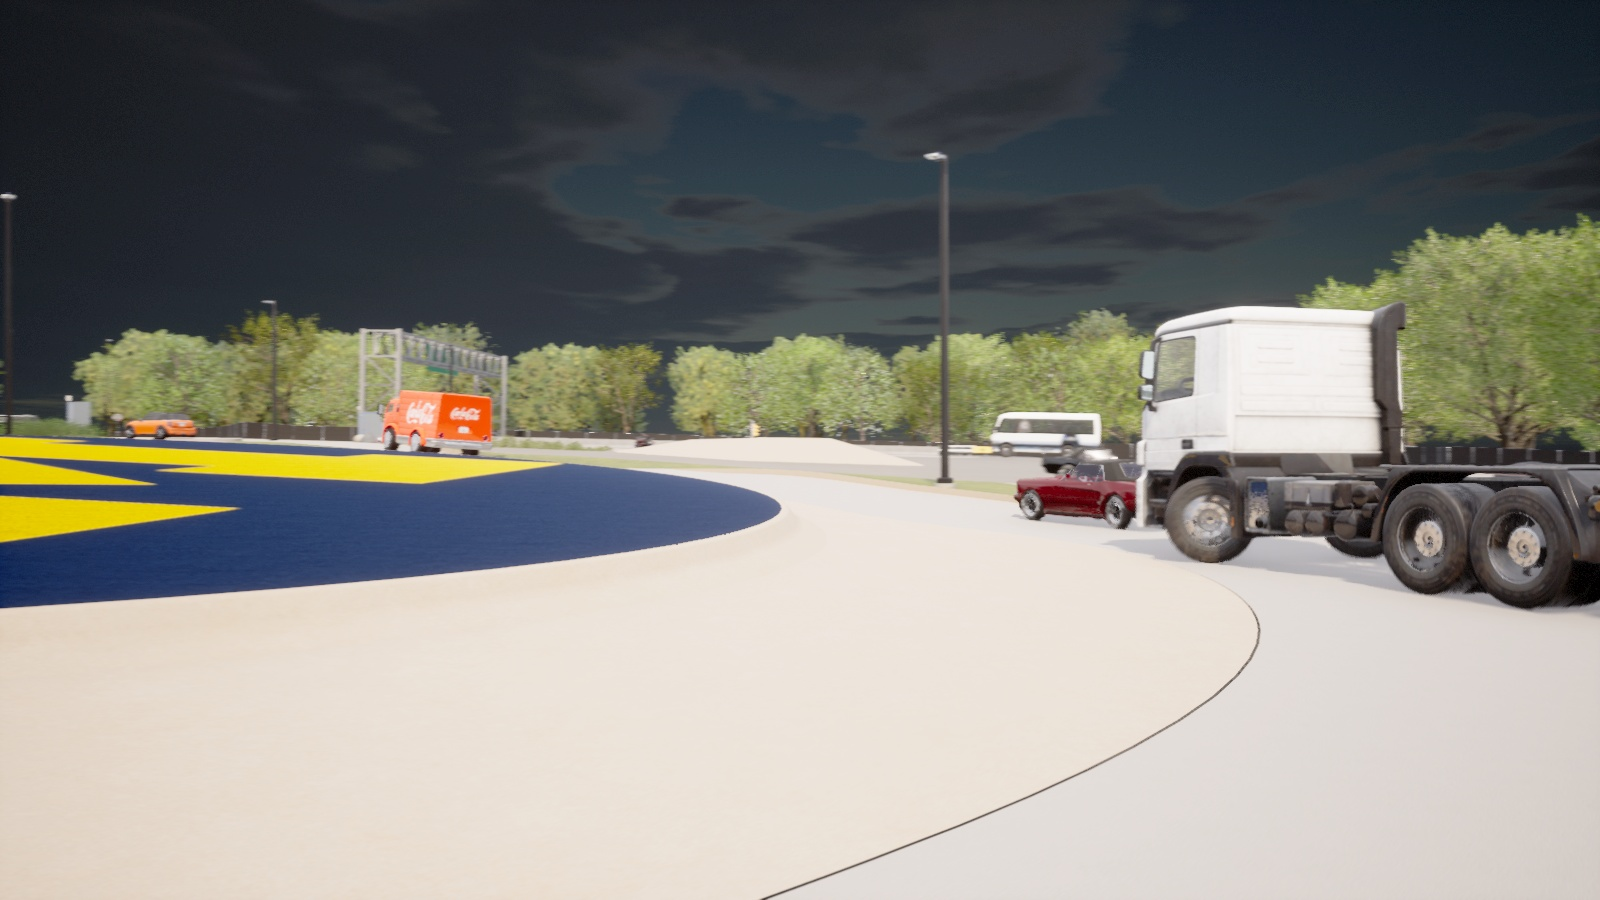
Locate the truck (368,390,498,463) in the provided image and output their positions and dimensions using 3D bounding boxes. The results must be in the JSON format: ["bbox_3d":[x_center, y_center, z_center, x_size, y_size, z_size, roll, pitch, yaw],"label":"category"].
[{"bbox_3d":[-14.274,-0.936,48.667,2.627,2.467,5.204,4,1,-43],"label":"truck"}]

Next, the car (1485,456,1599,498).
[{"bbox_3d":[30.349,1.100,50.772,4.902,1.511,2.128,2,1,-26],"label":"car"}]

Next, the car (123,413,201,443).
[{"bbox_3d":[-39.472,-1.358,77.670,4.553,1.767,2.097,1,0,28],"label":"car"}]

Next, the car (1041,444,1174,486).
[{"bbox_3d":[11.592,0.552,47.584,4.718,1.301,1.895,3,2,9],"label":"car"}]

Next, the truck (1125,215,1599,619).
[{"bbox_3d":[7.199,-0.269,14.669,2.891,3.462,7.936,0,0,-17],"label":"truck"}]

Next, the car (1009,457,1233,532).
[{"bbox_3d":[6.227,0.815,25.008,1.895,1.301,4.718,0,0,-22],"label":"car"}]
